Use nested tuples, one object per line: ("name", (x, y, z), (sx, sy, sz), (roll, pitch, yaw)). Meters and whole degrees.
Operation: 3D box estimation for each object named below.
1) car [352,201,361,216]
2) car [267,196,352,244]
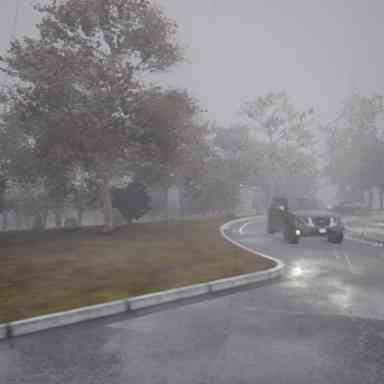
("car", (13.294, 1.461, 30.416), (4.892, 1.490, 1.837), (-1, -1, -28))
("car", (5.177, 1.205, 16.007), (2.150, 2.045, 5.566), (0, 0, 0))
